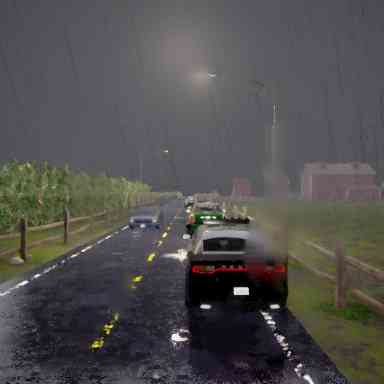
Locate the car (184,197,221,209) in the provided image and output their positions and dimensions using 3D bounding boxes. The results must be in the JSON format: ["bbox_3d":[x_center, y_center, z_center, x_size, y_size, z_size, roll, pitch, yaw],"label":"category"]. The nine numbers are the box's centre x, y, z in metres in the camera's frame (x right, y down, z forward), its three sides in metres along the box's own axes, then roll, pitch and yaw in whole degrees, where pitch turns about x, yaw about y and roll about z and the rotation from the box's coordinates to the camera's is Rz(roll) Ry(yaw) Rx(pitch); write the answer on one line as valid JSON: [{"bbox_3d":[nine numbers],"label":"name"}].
[{"bbox_3d":[0.776,1.351,17.909,2.097,1.767,4.553,0,0,0],"label":"car"}]

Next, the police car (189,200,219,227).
[{"bbox_3d":[0.759,1.425,24.048,1.930,1.638,5.238,0,0,0],"label":"police car"}]

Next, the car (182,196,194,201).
[{"bbox_3d":[-0.094,1.625,46.704,1.895,1.301,4.718,0,0,0],"label":"car"}]

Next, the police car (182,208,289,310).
[{"bbox_3d":[0.803,1.425,8.048,1.930,1.638,5.238,0,0,0],"label":"police car"}]

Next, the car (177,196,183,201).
[{"bbox_3d":[-3.000,1.710,90.763,2.033,1.411,5.357,0,0,0],"label":"car"}]

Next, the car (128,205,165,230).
[{"bbox_3d":[-2.809,1.547,21.627,2.033,1.411,5.357,0,0,0],"label":"car"}]
